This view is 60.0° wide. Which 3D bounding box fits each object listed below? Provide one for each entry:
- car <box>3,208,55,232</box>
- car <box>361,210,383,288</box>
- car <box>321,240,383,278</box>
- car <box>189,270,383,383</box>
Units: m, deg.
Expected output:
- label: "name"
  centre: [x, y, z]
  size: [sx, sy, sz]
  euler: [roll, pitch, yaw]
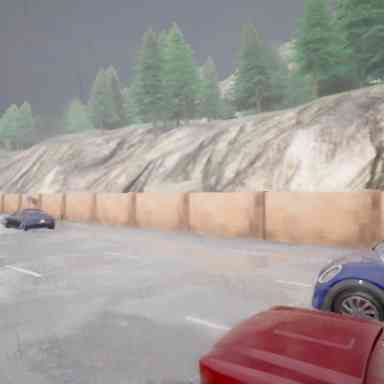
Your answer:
- label: "car"
  centre: [-10.795, 1.783, 21.971]
  size: [4.181, 1.385, 1.994]
  euler: [0, -1, 41]
- label: "car"
  centre: [6.694, 1.414, 7.867]
  size: [4.553, 1.767, 2.097]
  euler: [-1, -1, 35]
- label: "car"
  centre: [4.342, 1.394, 5.249]
  size: [4.553, 1.767, 2.097]
  euler: [-1, -1, 35]
- label: "car"
  centre: [2.308, 1.620, 2.346]
  size: [4.718, 1.301, 1.895]
  euler: [0, -1, 35]
